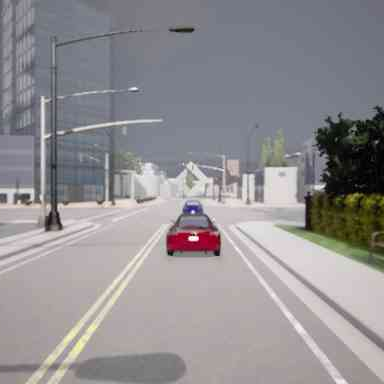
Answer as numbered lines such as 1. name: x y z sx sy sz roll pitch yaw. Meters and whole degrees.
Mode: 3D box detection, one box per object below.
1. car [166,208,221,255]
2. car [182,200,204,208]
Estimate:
1. car: 0.067 1.532 13.198 1.994 1.385 4.181 0 0 0
2. car: 0.080 1.466 29.792 1.812 1.442 4.674 0 0 0
